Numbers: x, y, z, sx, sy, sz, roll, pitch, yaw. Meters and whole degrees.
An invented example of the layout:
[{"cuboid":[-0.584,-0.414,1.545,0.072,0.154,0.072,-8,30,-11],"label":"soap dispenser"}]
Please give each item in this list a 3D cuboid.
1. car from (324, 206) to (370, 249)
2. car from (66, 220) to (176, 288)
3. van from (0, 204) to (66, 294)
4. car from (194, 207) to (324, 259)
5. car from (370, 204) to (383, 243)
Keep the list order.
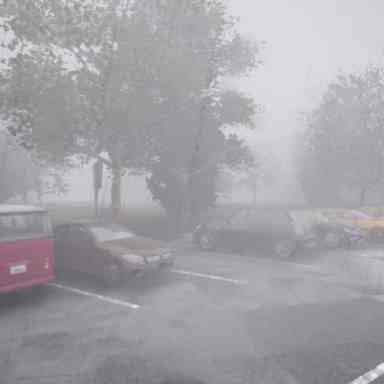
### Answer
[{"cuboid":[4.697,1.464,14.402,4.892,1.521,2.231,-1,-1,35],"label":"car"},{"cuboid":[-2.618,1.520,9.308,4.674,1.452,2.002,-1,-1,35],"label":"car"},{"cuboid":[-5.146,1.259,7.655,4.442,1.987,1.878,-1,0,34],"label":"van"},{"cuboid":[2.277,1.345,12.691,4.553,1.767,2.185,-1,0,35],"label":"car"},{"cuboid":[7.305,1.449,15.968,5.366,1.575,1.946,-1,-1,36],"label":"car"}]
